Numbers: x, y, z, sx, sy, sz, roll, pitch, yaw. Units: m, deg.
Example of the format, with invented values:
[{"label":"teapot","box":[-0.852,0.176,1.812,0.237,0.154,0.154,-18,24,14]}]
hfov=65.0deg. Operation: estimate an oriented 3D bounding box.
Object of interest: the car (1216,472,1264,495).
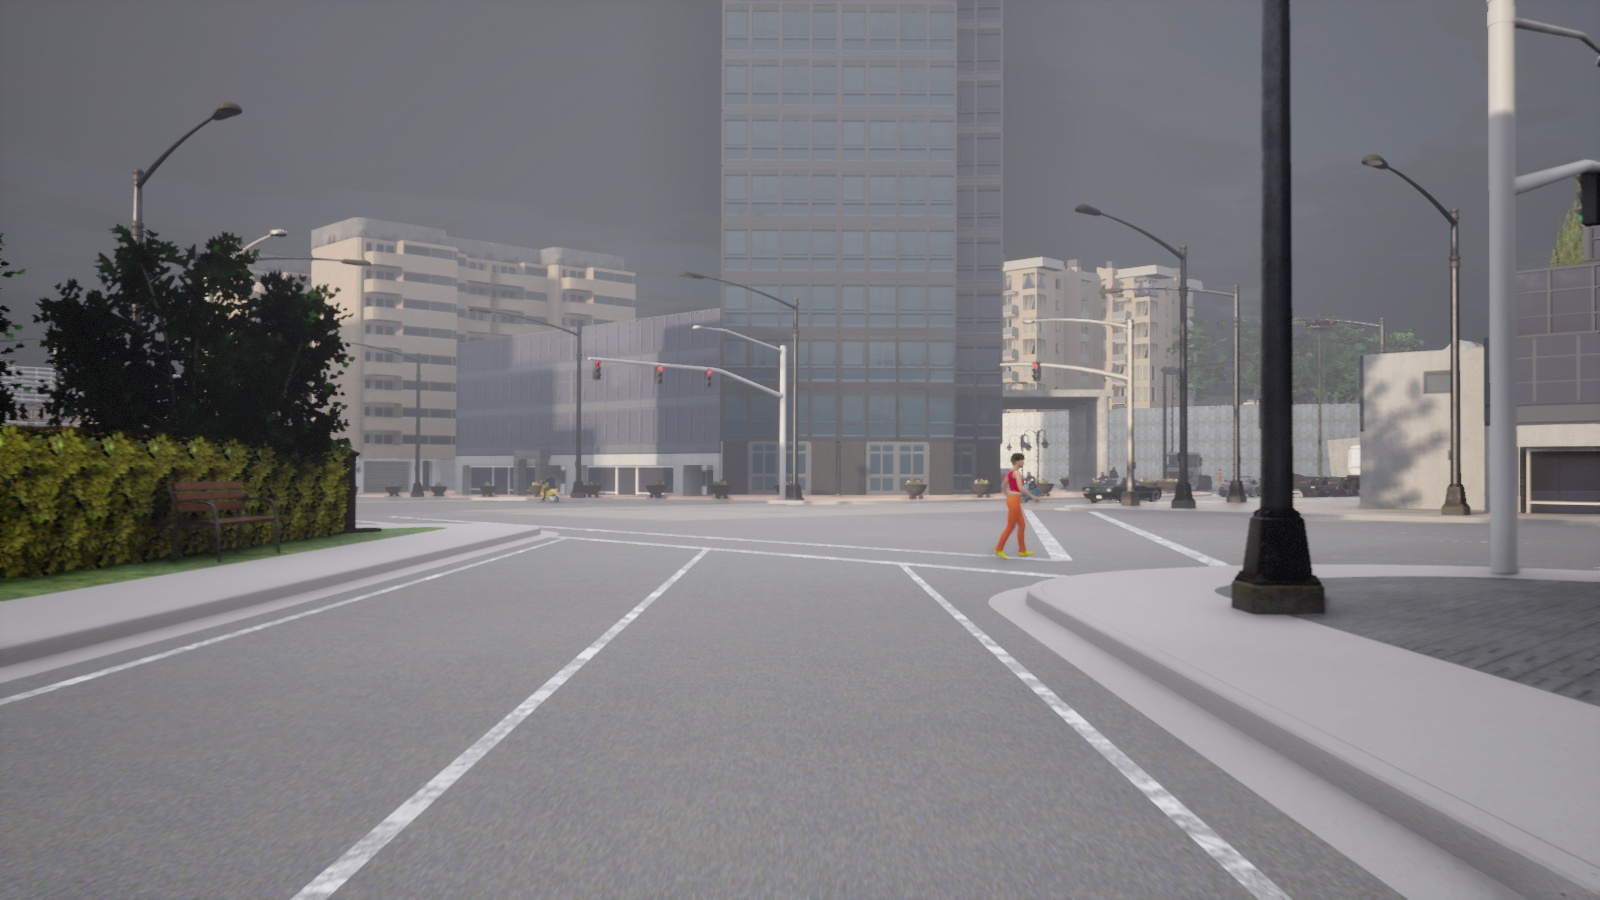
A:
[{"label":"car","box":[28.100,2.107,80.110,1.994,1.385,4.181,-1,-1,32]}]

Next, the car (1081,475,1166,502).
[{"label":"car","box":[16.228,1.903,62.862,4.718,1.301,1.895,1,-1,-44]}]

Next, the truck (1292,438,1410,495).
[{"label":"truck","box":[34.942,1.025,79.515,7.936,3.462,2.891,0,-1,-33]}]

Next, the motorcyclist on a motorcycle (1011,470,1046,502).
[{"label":"motorcyclist on a motorcycle","box":[11.485,1.778,63.093,1.817,1.590,0.866,1,-1,-45]}]

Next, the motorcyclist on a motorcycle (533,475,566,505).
[{"label":"motorcyclist on a motorcycle","box":[-13.615,2.165,68.137,0.866,1.590,1.817,1,-2,-45]}]

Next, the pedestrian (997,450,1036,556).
[{"label":"pedestrian","box":[3.779,0.914,21.948,0.594,1.836,0.345,0,-1,-2]}]
